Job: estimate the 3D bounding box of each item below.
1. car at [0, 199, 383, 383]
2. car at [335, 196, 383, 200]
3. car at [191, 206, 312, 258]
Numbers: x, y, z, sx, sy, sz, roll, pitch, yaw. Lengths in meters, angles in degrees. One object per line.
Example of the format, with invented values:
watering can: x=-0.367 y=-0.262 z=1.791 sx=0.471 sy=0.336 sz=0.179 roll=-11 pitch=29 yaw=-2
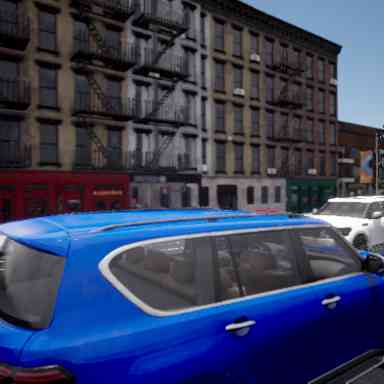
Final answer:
car: x=0.603 y=1.212 z=3.873 sx=5.566 sy=2.045 sz=2.150 roll=0 pitch=0 yaw=-35
car: x=5.849 y=1.190 z=11.853 sx=5.566 sy=2.045 sz=2.150 roll=0 pitch=0 yaw=-36
car: x=2.551 y=1.449 z=13.490 sx=5.008 sy=1.535 sz=1.882 roll=0 pitch=0 yaw=-36
